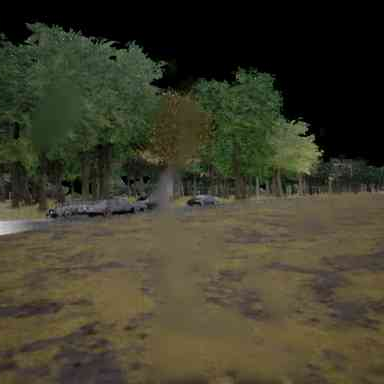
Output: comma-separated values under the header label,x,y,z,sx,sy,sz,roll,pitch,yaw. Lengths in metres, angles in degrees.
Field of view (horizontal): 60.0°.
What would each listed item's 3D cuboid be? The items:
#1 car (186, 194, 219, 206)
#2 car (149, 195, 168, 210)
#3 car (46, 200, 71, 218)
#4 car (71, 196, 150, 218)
label,x,y,z,sx,sy,sz,roll,pitch,yaw
car,1.480,1.017,42.220,2.033,1.411,5.357,-3,-1,35
car,-4.465,1.132,33.824,1.837,1.490,4.892,-3,-1,35
car,-9.453,1.329,26.739,1.994,1.385,4.181,-3,-1,36
car,-6.023,1.165,25.206,2.033,1.411,5.357,-3,-1,35
